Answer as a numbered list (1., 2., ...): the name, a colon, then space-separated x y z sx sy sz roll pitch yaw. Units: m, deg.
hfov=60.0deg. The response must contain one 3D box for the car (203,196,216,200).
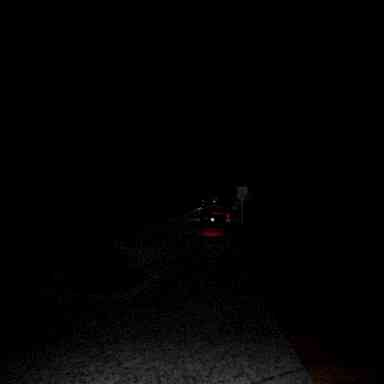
1. car: 2.813 1.374 50.665 2.097 1.767 4.553 1 2 12

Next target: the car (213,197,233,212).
1. car: 4.220 1.668 42.692 2.128 1.511 4.902 1 1 10

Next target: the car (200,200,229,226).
1. car: 1.642 1.627 24.850 1.837 1.490 4.892 0 0 6
